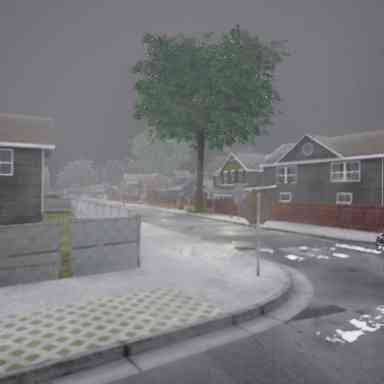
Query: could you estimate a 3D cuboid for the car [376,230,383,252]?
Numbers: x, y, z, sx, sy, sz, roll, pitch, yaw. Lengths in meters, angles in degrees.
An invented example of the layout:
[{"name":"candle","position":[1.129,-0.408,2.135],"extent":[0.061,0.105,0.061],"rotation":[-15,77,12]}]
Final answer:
[{"name":"car","position":[9.220,1.493,11.974],"extent":[4.553,1.767,2.097],"rotation":[0,-2,3]}]
